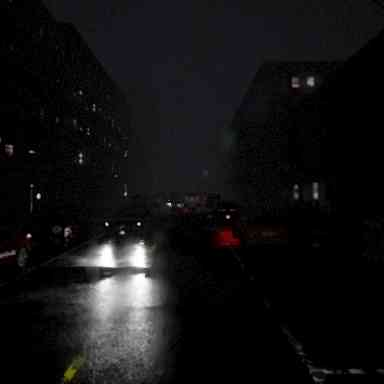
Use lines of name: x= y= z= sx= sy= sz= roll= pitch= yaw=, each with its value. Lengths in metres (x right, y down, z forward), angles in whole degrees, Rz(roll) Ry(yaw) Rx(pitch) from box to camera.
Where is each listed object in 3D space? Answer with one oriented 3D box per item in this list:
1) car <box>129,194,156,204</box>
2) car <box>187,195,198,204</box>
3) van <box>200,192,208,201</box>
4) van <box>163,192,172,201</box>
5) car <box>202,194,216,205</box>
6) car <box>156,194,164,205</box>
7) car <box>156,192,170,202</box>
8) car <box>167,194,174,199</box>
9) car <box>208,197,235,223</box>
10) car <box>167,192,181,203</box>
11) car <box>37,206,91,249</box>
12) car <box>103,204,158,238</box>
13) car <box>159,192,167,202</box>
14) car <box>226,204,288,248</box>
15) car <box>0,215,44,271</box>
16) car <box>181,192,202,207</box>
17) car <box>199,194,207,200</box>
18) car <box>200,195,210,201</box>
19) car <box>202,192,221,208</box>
car: x=-5.664 y=1.124 z=36.669 sx=2.192 sy=1.841 sz=5.009 roll=0 pitch=0 yaw=0
car: x=0.032 y=1.227 z=58.291 sx=1.837 sy=1.490 sz=4.892 roll=0 pitch=0 yaw=0
van: x=2.736 y=1.002 z=76.492 sx=1.690 sy=1.788 sz=3.998 roll=0 pitch=0 yaw=0
van: x=-5.644 y=1.001 z=76.498 sx=1.690 sy=1.788 sz=3.998 roll=0 pitch=0 yaw=0
car: x=2.724 y=1.179 z=53.734 sx=1.967 sy=1.590 sz=4.097 roll=0 pitch=0 yaw=0
car: x=-5.660 y=1.312 z=48.051 sx=2.008 sy=1.369 sz=4.403 roll=0 pitch=0 yaw=0
car: x=-5.650 y=1.011 z=65.120 sx=2.192 sy=1.841 sz=5.009 roll=0 pitch=0 yaw=0
car: x=-5.640 y=1.157 z=87.710 sx=1.752 sy=1.417 sz=4.829 roll=0 pitch=0 yaw=0
car: x=2.368 y=1.371 z=24.305 sx=1.837 sy=1.490 sz=4.892 roll=0 pitch=0 yaw=0
car: x=-3.011 y=0.939 z=59.175 sx=2.150 sy=2.045 sz=5.566 roll=0 pitch=0 yaw=1
car: x=-5.676 y=1.361 z=13.910 sx=1.967 sy=1.590 sz=4.097 roll=0 pitch=0 yaw=0
car: x=-3.092 y=1.505 z=17.045 sx=1.895 sy=1.301 sz=4.718 roll=0 pitch=0 yaw=0
car: x=-5.656 y=1.179 z=53.741 sx=1.967 sy=1.590 sz=4.097 roll=0 pitch=0 yaw=0
car: x=2.704 y=1.446 z=14.073 sx=1.752 sy=1.417 sz=4.829 roll=0 pitch=0 yaw=0
car: x=-5.680 y=1.497 z=8.222 sx=1.887 sy=1.381 sz=4.507 roll=0 pitch=0 yaw=0
car: x=0.048 y=0.988 z=46.030 sx=2.150 sy=2.045 sz=5.566 roll=0 pitch=0 yaw=1
car: x=2.737 y=1.189 z=82.184 sx=1.887 sy=1.381 sz=4.507 roll=0 pitch=0 yaw=0
car: x=2.731 y=1.260 z=70.805 sx=1.802 sy=1.307 sz=4.206 roll=0 pitch=0 yaw=0
car: x=2.719 y=1.100 z=42.353 sx=2.192 sy=1.841 sz=5.009 roll=0 pitch=0 yaw=0
